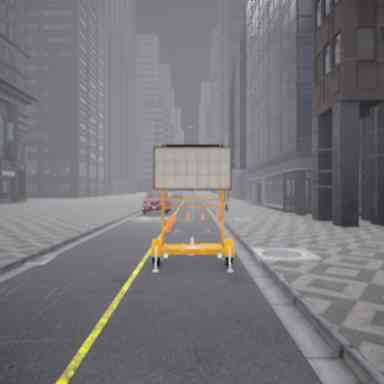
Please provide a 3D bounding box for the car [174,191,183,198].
[{"bbox_3d":[-2.921,0.583,70.324,2.097,1.767,4.553,0,1,0],"label":"car"}]

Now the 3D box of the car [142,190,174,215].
[{"bbox_3d":[-3.066,0.875,29.750,2.150,2.045,5.566,0,1,0],"label":"car"}]

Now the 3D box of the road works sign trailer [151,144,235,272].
[{"bbox_3d":[0.022,0.335,10.288,2.380,3.560,2.880,0,1,0],"label":"road works sign trailer"}]
